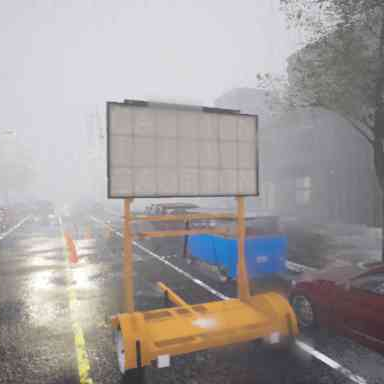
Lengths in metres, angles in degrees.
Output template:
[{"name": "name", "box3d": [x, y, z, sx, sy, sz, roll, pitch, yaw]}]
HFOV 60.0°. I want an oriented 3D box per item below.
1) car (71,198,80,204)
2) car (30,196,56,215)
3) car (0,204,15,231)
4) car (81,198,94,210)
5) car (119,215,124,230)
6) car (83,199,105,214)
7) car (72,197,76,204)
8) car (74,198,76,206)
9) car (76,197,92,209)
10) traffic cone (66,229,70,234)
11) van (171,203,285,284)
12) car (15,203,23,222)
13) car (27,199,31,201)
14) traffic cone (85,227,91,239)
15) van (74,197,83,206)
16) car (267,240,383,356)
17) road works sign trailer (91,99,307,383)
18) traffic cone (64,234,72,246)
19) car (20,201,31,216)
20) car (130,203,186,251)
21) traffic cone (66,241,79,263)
[{"name": "car", "box3d": [-28.573, 2.220, 81.608, 1.752, 1.417, 4.829, -1, 0, -22]}, {"name": "car", "box3d": [-17.118, 1.724, 38.531, 2.097, 1.767, 4.553, -1, 0, -22]}, {"name": "car", "box3d": [-13.114, 1.692, 21.801, 1.967, 1.590, 4.097, -1, 0, -22]}, {"name": "car", "box3d": [-13.840, 1.889, 45.673, 1.752, 1.417, 4.829, -1, 0, -22]}, {"name": "car", "box3d": [-3.254, 1.706, 19.848, 1.802, 1.307, 4.206, -1, 0, -22]}, {"name": "car", "box3d": [-11.672, 1.880, 40.383, 1.947, 1.339, 4.313, -1, 0, -22]}, {"name": "car", "box3d": [-22.259, 2.079, 66.208, 1.752, 1.417, 4.829, -1, 0, -22]}, {"name": "car", "box3d": [-20.090, 2.086, 60.917, 1.802, 1.307, 4.206, -1, 0, -22]}, {"name": "car", "box3d": [-15.886, 1.725, 50.650, 2.192, 1.841, 5.009, -1, 0, -22]}, {"name": "traffic cone", "box3d": [-5.468, 2.084, 14.811, 0.340, 0.580, 0.340, -1, 0, -22]}, {"name": "van", "box3d": [0.950, 1.369, 9.582, 1.690, 1.788, 3.998, -1, 0, -22]}, {"name": "car", "box3d": [-15.216, 1.844, 26.935, 1.887, 1.381, 4.507, -1, 0, -22]}, {"name": "car", "box3d": [-21.530, 1.993, 42.334, 2.008, 1.369, 4.403, -1, 0, -22]}, {"name": "traffic cone", "box3d": [-5.301, 2.092, 17.041, 0.340, 0.580, 0.340, -1, 0, -22]}, {"name": "van", "box3d": [-24.304, 1.940, 71.184, 1.690, 1.788, 3.998, -1, 0, -22]}, {"name": "car", "box3d": [3.060, 1.562, 4.448, 1.802, 1.307, 4.206, -1, 0, -22]}, {"name": "road works sign trailer", "box3d": [-0.124, 0.486, 5.129, 2.380, 3.560, 2.880, -1, 0, -22]}, {"name": "traffic cone", "box3d": [-4.709, 2.067, 12.961, 0.340, 0.580, 0.340, -1, 0, -22]}, {"name": "car", "box3d": [-19.424, 1.976, 37.201, 1.802, 1.307, 4.206, -1, 0, -22]}, {"name": "car", "box3d": [-1.155, 1.391, 14.715, 2.192, 1.841, 5.009, -1, 0, -22]}, {"name": "traffic cone", "box3d": [-3.950, 2.049, 11.110, 0.340, 0.580, 0.340, -1, 0, -22]}]
